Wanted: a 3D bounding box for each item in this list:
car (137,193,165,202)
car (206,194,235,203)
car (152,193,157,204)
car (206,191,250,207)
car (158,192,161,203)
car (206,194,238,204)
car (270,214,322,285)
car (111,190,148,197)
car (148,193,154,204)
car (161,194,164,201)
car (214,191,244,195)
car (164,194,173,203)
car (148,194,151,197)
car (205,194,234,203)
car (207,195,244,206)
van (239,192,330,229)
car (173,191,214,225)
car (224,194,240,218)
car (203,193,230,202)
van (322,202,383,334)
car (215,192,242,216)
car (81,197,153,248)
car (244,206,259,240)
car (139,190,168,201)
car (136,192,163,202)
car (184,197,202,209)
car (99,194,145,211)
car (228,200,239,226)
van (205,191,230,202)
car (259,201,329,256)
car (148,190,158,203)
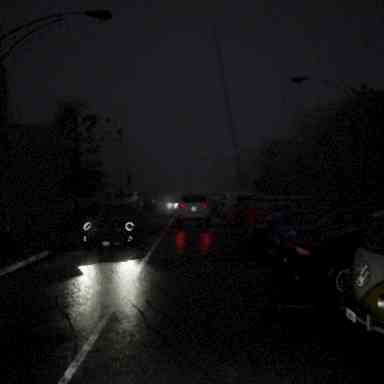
[{"bbox_3d":[-7.674,1.015,63.118,5.008,1.535,2.097,0,1,0],"label":"car"},{"bbox_3d":[4.661,1.138,55.138,4.674,1.452,2.002,0,0,0],"label":"car"},{"bbox_3d":[-7.701,1.193,45.594,4.792,1.488,2.163,0,0,0],"label":"car"},{"bbox_3d":[4.629,0.924,43.961,5.566,2.045,2.435,0,0,0],"label":"car"},{"bbox_3d":[-7.677,1.125,51.344,4.892,1.521,2.231,0,0,0],"label":"car"},{"bbox_3d":[4.653,1.117,52.468,4.892,1.521,2.231,0,0,0],"label":"car"},{"bbox_3d":[4.646,1.425,7.771,5.008,1.535,2.097,0,0,0],"label":"car"},{"bbox_3d":[-7.702,0.994,33.839,5.566,2.045,2.435,0,0,0],"label":"car"},{"bbox_3d":[-7.670,1.224,42.655,4.674,1.452,2.002,0,0,0],"label":"car"},{"bbox_3d":[-7.485,1.079,57.346,5.366,1.575,1.946,0,0,0],"label":"car"},{"bbox_3d":[4.688,1.087,38.500,4.553,1.767,2.185,0,0,0],"label":"car"},{"bbox_3d":[-3.054,1.103,55.866,2.128,1.511,4.902,0,1,0],"label":"car"},{"bbox_3d":[-7.670,1.245,39.592,4.674,1.452,2.002,0,0,0],"label":"car"},{"bbox_3d":[4.666,1.079,57.928,4.892,1.521,2.231,0,1,0],"label":"car"},{"bbox_3d":[4.652,1.155,46.757,5.008,1.535,2.097,0,0,0],"label":"car"},{"bbox_3d":[4.770,1.142,16.025,4.442,1.987,1.878,0,0,0],"label":"van"},{"bbox_3d":[0.104,1.063,22.772,2.150,2.045,5.566,0,0,0],"label":"car"},{"bbox_3d":[4.623,1.204,21.613,4.553,1.767,2.185,0,0,0],"label":"car"},{"bbox_3d":[4.655,1.008,63.530,4.892,1.521,2.231,0,2,0],"label":"car"},{"bbox_3d":[4.534,1.220,4.851,4.442,1.987,1.878,0,0,0],"label":"van"},{"bbox_3d":[4.687,1.146,29.994,4.553,1.767,2.185,0,0,0],"label":"car"},{"bbox_3d":[-3.097,1.253,14.217,2.097,1.767,4.553,0,0,0],"label":"car"},{"bbox_3d":[4.650,1.427,13.234,4.674,1.452,2.002,0,0,0],"label":"car"},{"bbox_3d":[-7.640,0.696,66.057,5.566,2.045,2.435,0,1,0],"label":"car"},{"bbox_3d":[-7.639,0.932,60.287,4.553,1.767,2.185,0,1,0],"label":"car"},{"bbox_3d":[0.107,1.285,40.172,1.994,1.385,4.181,0,0,0],"label":"car"},{"bbox_3d":[-7.642,1.100,36.653,4.553,1.767,2.185,0,0,0],"label":"car"},{"bbox_3d":[4.682,1.378,18.823,4.792,1.488,2.163,0,0,0],"label":"car"},{"bbox_3d":[4.544,0.827,60.720,4.442,1.987,1.878,0,1,0],"label":"van"},{"bbox_3d":[4.683,1.281,10.440,4.553,1.767,2.185,0,0,0],"label":"car"},{"bbox_3d":[-7.703,1.018,48.531,4.553,1.767,2.185,0,0,0],"label":"car"}]
